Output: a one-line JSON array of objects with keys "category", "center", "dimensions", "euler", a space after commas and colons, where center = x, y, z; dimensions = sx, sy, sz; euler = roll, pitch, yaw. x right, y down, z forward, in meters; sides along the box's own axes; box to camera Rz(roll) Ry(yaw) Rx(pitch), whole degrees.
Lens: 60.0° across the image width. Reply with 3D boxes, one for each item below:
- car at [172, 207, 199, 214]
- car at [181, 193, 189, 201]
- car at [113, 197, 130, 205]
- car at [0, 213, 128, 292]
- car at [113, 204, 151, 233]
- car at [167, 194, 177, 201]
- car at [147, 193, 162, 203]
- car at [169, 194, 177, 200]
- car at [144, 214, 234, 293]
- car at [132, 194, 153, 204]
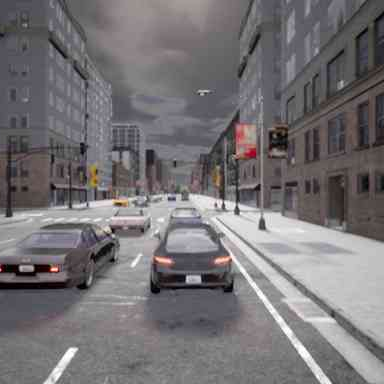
[{"category": "car", "center": [-0.355, 1.549, 18.322], "dimensions": [2.033, 1.411, 5.357], "euler": [0, 0, -1]}, {"category": "car", "center": [-1.687, 1.605, 81.102], "dimensions": [1.895, 1.301, 4.718], "euler": [0, 0, -1]}, {"category": "car", "center": [-10.913, 1.490, 51.789], "dimensions": [1.882, 1.535, 5.008], "euler": [0, 0, -1]}, {"category": "car", "center": [-3.307, 1.547, 9.040], "dimensions": [2.033, 1.411, 5.357], "euler": [0, 0, -1]}, {"category": "car", "center": [-3.536, 1.603, 19.735], "dimensions": [1.895, 1.301, 4.718], "euler": [0, 0, -1]}, {"category": "car", "center": [-4.928, 1.487, 80.587], "dimensions": [1.882, 1.535, 5.008], "euler": [0, 0, -1]}, {"category": "car", "center": [-7.932, 1.507, 68.902], "dimensions": [2.128, 1.511, 4.902], "euler": [0, 0, -1]}, {"category": "car", "center": [-5.149, 1.380, 91.004], "dimensions": [1.837, 1.490, 4.892], "euler": [0, 0, -1]}, {"category": "car", "center": [-0.051, 1.526, 8.736], "dimensions": [1.812, 1.442, 4.674], "euler": [0, 0, -2]}, {"category": "car", "center": [-7.633, 1.502, 50.529], "dimensions": [2.128, 1.511, 4.902], "euler": [0, 0, -1]}]
